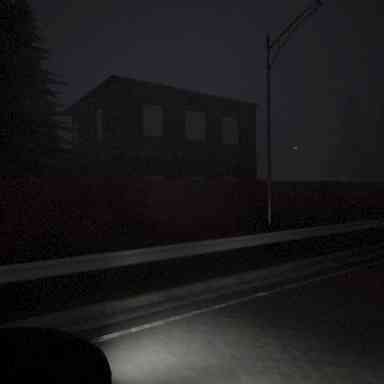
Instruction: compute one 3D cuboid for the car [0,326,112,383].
[{"bbox_3d":[-2.738,1.542,1.798,4.674,1.442,1.812,-1,1,-35],"label":"car"}]
